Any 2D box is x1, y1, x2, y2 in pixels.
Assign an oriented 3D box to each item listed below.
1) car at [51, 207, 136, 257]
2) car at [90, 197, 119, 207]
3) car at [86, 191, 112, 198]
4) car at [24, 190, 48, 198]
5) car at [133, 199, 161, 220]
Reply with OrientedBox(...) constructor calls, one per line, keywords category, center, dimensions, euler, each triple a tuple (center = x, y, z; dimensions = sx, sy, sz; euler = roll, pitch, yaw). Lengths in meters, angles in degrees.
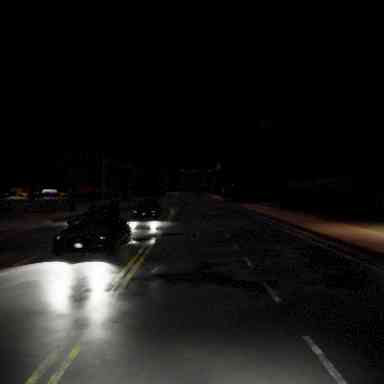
OrientedBox(category="car", center=(-3.585, 1.490, 12.485), dimensions=(1.994, 1.385, 4.181), euler=(0, 0, 0))
OrientedBox(category="car", center=(-7.014, 1.374, 26.597), dimensions=(1.812, 1.442, 4.674), euler=(0, 0, 0))
OrientedBox(category="car", center=(-21.503, 0.698, 77.474), dimensions=(4.605, 1.855, 1.932), euler=(0, 0, 0))
OrientedBox(category="car", center=(-38.914, 0.906, 83.080), dimensions=(3.806, 1.475, 1.970), euler=(0, 0, 0))
OrientedBox(category="car", center=(-3.514, 1.367, 26.633), dimensions=(1.837, 1.490, 4.892), euler=(0, 0, 0))
